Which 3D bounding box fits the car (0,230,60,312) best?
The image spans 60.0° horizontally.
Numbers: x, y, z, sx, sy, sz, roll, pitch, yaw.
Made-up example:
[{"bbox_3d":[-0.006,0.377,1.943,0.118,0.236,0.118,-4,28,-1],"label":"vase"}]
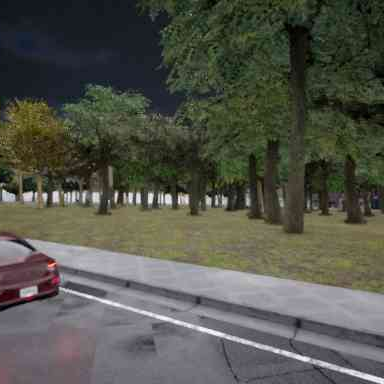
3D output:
[{"bbox_3d":[-4.642,1.521,6.985,4.674,1.442,1.812,0,0,35],"label":"car"}]
